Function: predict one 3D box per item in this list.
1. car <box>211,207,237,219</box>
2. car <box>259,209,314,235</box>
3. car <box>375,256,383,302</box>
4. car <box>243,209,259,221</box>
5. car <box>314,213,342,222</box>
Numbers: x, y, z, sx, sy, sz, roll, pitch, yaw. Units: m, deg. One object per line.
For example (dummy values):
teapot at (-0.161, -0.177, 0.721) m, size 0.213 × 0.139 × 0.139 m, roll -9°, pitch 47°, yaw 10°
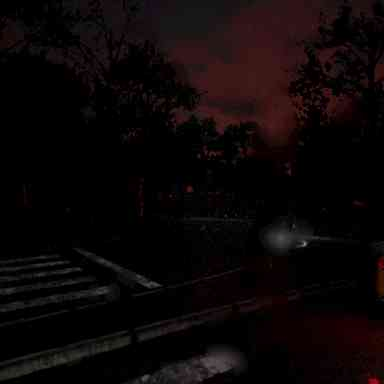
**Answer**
car at (4.120, 2.643, 42.250) m, size 2.128 × 1.511 × 4.902 m, roll 2°, pitch -3°, yaw 30°
car at (6.221, 2.009, 22.660) m, size 1.837 × 1.490 × 4.892 m, roll 5°, pitch -2°, yaw -1°
car at (5.750, 1.552, 6.666) m, size 5.008 × 1.535 × 1.882 m, roll 2°, pitch -1°, yaw -32°
car at (8.340, 2.903, 43.041) m, size 2.128 × 1.511 × 4.902 m, roll 1°, pitch -3°, yaw 38°
car at (21.142, 4.064, 53.559) m, size 5.357 × 1.411 × 2.033 m, roll 3°, pitch -2°, yaw -2°
